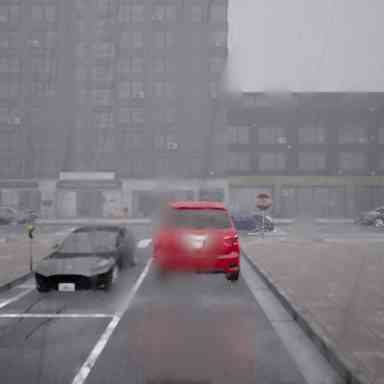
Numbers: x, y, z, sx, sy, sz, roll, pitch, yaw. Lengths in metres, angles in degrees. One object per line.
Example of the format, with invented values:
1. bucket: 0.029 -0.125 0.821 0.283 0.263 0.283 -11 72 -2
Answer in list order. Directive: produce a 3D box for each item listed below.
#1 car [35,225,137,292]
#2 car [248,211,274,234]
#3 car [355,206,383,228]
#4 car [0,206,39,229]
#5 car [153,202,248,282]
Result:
1. car: -2.627 1.644 9.169 1.947 1.339 4.313 0 0 0
2. car: 2.517 1.512 19.761 4.553 1.767 2.097 0 0 0
3. car: 13.727 1.659 22.690 4.892 1.490 1.837 0 0 0
4. car: -13.097 1.706 22.739 4.902 1.511 2.128 0 0 0
5. car: 0.161 1.307 10.180 2.150 2.045 5.566 0 -1 1
